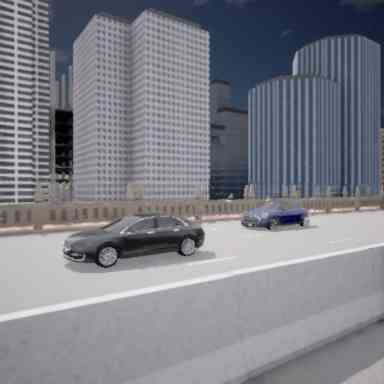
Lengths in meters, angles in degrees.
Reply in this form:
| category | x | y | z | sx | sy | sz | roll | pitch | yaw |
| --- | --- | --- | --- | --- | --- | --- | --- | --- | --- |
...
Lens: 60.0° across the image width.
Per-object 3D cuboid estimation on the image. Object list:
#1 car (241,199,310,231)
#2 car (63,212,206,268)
| category | x | y | z | sx | sy | sz | roll | pitch | yaw |
| --- | --- | --- | --- | --- | --- | --- | --- | --- | --- |
| car | 5.187 | 1.314 | 20.581 | 4.553 | 1.767 | 2.097 | 0 | 0 | -35 |
| car | -1.779 | 1.493 | 11.320 | 4.892 | 1.490 | 1.837 | 0 | 0 | -35 |
